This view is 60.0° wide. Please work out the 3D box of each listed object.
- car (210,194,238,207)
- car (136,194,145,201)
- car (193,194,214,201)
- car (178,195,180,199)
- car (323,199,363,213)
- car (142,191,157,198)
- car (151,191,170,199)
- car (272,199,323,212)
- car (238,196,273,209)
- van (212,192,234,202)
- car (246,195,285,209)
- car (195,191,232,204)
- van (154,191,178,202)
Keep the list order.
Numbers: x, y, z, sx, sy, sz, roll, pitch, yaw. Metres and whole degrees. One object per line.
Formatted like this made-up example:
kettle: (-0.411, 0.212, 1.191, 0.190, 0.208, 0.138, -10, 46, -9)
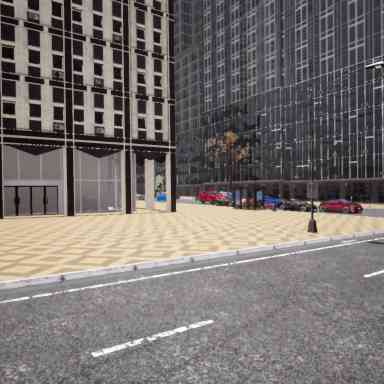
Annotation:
car: (4.818, 1.320, 44.820, 1.947, 1.339, 4.313, 0, 1, -34)
car: (-11.128, 1.040, 68.340, 2.008, 1.369, 4.403, 0, 1, -34)
car: (2.197, 1.044, 63.658, 1.802, 1.307, 4.206, 0, 1, -34)
car: (-4.200, 0.936, 73.055, 1.802, 1.307, 4.206, 0, 1, -34)
car: (15.239, 1.408, 34.195, 1.994, 1.385, 4.181, -1, 1, -34)
car: (-10.597, 0.687, 82.449, 1.967, 1.590, 4.097, 0, 1, -34)
car: (-7.399, 0.616, 77.750, 2.192, 1.841, 5.009, 0, 1, -34)
car: (11.153, 1.424, 35.379, 1.947, 1.339, 4.313, 0, 1, -34)
car: (7.968, 1.388, 40.090, 1.802, 1.307, 4.206, 0, 1, -34)
van: (5.394, 0.856, 58.957, 1.690, 1.788, 3.998, 0, 1, -34)
car: (9.351, 1.227, 42.848, 1.882, 1.535, 5.008, -1, 1, -34)
car: (3.364, 0.874, 51.652, 2.150, 2.045, 5.566, -1, 1, -34)
van: (-4.731, 0.938, 58.941, 1.690, 1.788, 3.998, 0, 1, -34)
